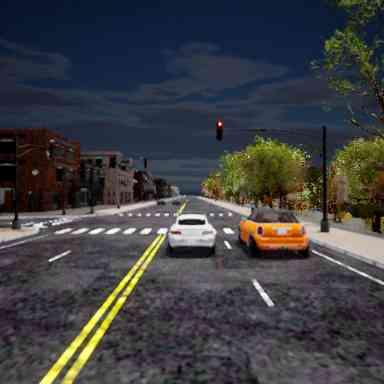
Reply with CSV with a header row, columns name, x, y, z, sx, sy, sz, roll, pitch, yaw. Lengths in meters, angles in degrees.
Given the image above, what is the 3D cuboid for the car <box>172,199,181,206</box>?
name,x,y,z,sx,sy,sz,roll,pitch,yaw
car,-3.406,2.281,72.367,1.895,1.301,4.718,0,-1,0

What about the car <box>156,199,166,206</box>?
name,x,y,z,sx,sy,sz,roll,pitch,yaw
car,-6.656,2.281,72.354,1.895,1.301,4.718,0,-1,0

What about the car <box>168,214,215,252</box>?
name,x,y,z,sx,sy,sz,roll,pitch,yaw
car,-0.003,1.662,14.391,1.812,1.442,4.674,0,0,0

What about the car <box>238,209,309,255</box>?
name,x,y,z,sx,sy,sz,roll,pitch,yaw
car,3.245,1.484,14.080,2.097,1.767,4.553,0,-1,0
